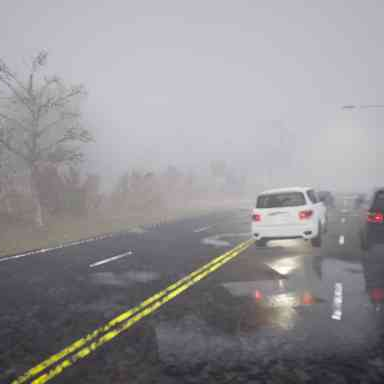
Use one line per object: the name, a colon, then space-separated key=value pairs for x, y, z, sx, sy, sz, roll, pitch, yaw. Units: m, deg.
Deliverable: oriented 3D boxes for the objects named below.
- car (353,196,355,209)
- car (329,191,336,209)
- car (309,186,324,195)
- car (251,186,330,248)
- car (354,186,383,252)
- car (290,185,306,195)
car: x=13.617 y=0.725 z=25.771 sx=1.994 sy=1.385 sz=4.181 roll=1 pitch=2 yaw=25
car: x=10.910 y=0.633 z=27.840 sx=1.882 sy=1.535 sz=5.008 roll=-6 pitch=-1 yaw=25
car: x=22.763 y=-0.220 z=60.657 sx=2.128 sy=1.511 sz=4.902 roll=0 pitch=1 yaw=26
car: x=3.855 y=0.850 z=12.779 sx=2.150 sy=2.045 sz=5.566 roll=-6 pitch=-1 yaw=25
car: x=6.913 y=0.822 z=11.344 sx=2.150 sy=2.045 sz=5.566 roll=2 pitch=3 yaw=25
car: x=19.854 y=-0.345 z=62.113 sx=2.097 sy=1.767 sz=4.553 roll=0 pitch=1 yaw=26
